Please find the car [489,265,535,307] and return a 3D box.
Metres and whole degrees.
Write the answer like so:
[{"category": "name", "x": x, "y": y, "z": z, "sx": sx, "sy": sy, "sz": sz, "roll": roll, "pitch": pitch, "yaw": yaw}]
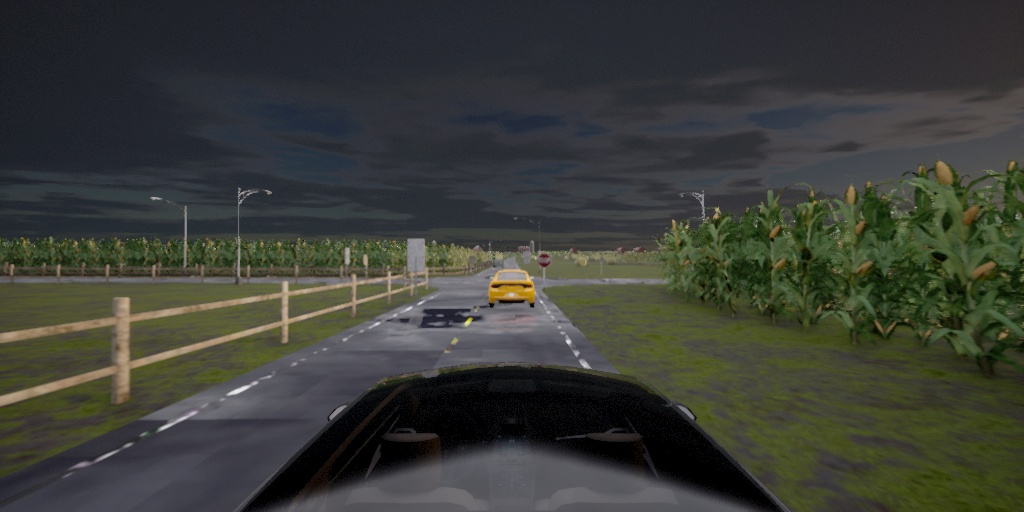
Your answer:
[{"category": "car", "x": 0.011, "y": 1.359, "z": 16.335, "sx": 1.882, "sy": 1.535, "sz": 5.008, "roll": 0, "pitch": 0, "yaw": 1}]
